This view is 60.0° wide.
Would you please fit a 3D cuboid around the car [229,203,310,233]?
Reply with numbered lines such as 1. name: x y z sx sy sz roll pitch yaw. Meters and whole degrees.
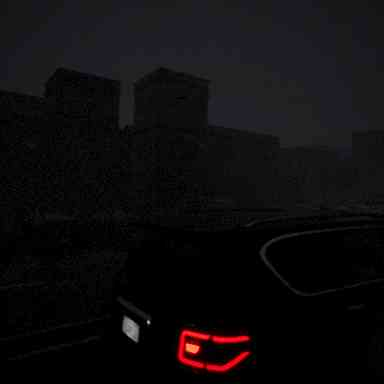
1. car: 5.056 1.641 22.422 1.946 1.575 5.366 1 0 -36

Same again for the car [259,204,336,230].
1. car: 7.410 1.674 23.868 2.231 1.521 4.892 1 0 -36

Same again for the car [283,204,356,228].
1. car: 9.633 1.733 25.500 2.163 1.488 4.792 1 0 -36

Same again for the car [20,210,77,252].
1. car: -6.050 1.514 14.254 2.231 1.521 4.892 1 0 -36

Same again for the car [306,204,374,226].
1. car: 11.891 1.775 27.080 2.002 1.452 4.674 1 0 -36

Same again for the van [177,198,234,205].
1. van: 0.847 1.364 19.043 1.878 1.987 4.442 1 0 -35

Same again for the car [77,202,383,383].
1. car: 1.670 1.250 4.323 5.566 2.045 2.150 1 0 -36

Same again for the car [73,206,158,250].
1. car: -3.806 1.538 15.856 2.231 1.521 4.892 1 0 -36

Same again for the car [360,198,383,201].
1. car: 16.366 1.550 30.307 2.435 2.045 5.566 1 0 -36

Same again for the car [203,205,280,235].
1. car: 2.921 1.655 20.666 2.002 1.452 4.674 1 0 -36

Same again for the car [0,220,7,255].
1. car: -8.294 1.492 12.651 2.231 1.521 4.892 1 0 -36

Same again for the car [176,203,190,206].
1. car: -1.564 1.563 17.458 2.231 1.521 4.892 1 0 -36
